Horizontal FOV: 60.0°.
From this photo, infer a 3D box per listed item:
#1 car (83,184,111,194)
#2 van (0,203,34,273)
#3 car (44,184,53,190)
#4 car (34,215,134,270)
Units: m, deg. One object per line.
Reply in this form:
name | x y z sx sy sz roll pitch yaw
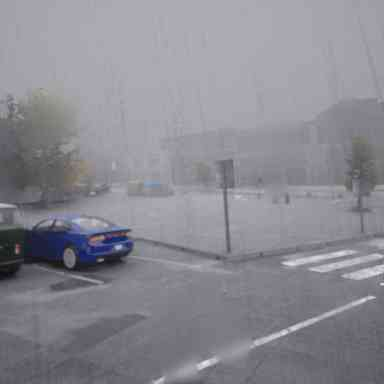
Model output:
car | -15.172 -0.580 54.566 2.163 1.488 4.792 1 6 16
van | -6.716 1.285 9.514 4.442 1.987 1.878 -1 0 35
car | -29.889 -1.327 64.425 2.231 1.521 4.892 1 6 13
car | -4.153 1.503 11.155 5.008 1.535 2.097 -1 0 35
